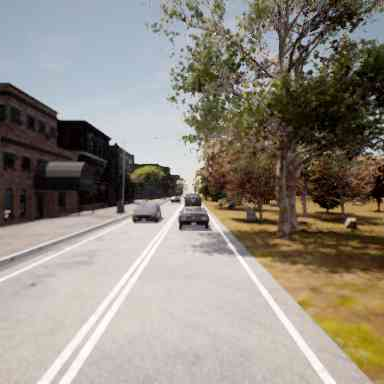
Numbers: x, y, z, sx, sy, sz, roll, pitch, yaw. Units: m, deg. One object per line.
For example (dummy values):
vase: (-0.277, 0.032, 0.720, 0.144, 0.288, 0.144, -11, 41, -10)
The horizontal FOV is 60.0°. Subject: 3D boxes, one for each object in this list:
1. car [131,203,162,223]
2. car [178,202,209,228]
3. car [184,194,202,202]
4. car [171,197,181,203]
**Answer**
car: (-3.339, 1.546, 25.706, 2.033, 1.411, 5.357, 0, 0, 0)
car: (0.110, 1.601, 21.977, 1.895, 1.301, 4.718, 0, 0, 0)
car: (0.119, 1.209, 42.746, 2.150, 2.045, 5.566, 0, 0, 0)
car: (-3.223, 1.569, 66.252, 1.895, 1.301, 4.718, 0, 0, 0)
